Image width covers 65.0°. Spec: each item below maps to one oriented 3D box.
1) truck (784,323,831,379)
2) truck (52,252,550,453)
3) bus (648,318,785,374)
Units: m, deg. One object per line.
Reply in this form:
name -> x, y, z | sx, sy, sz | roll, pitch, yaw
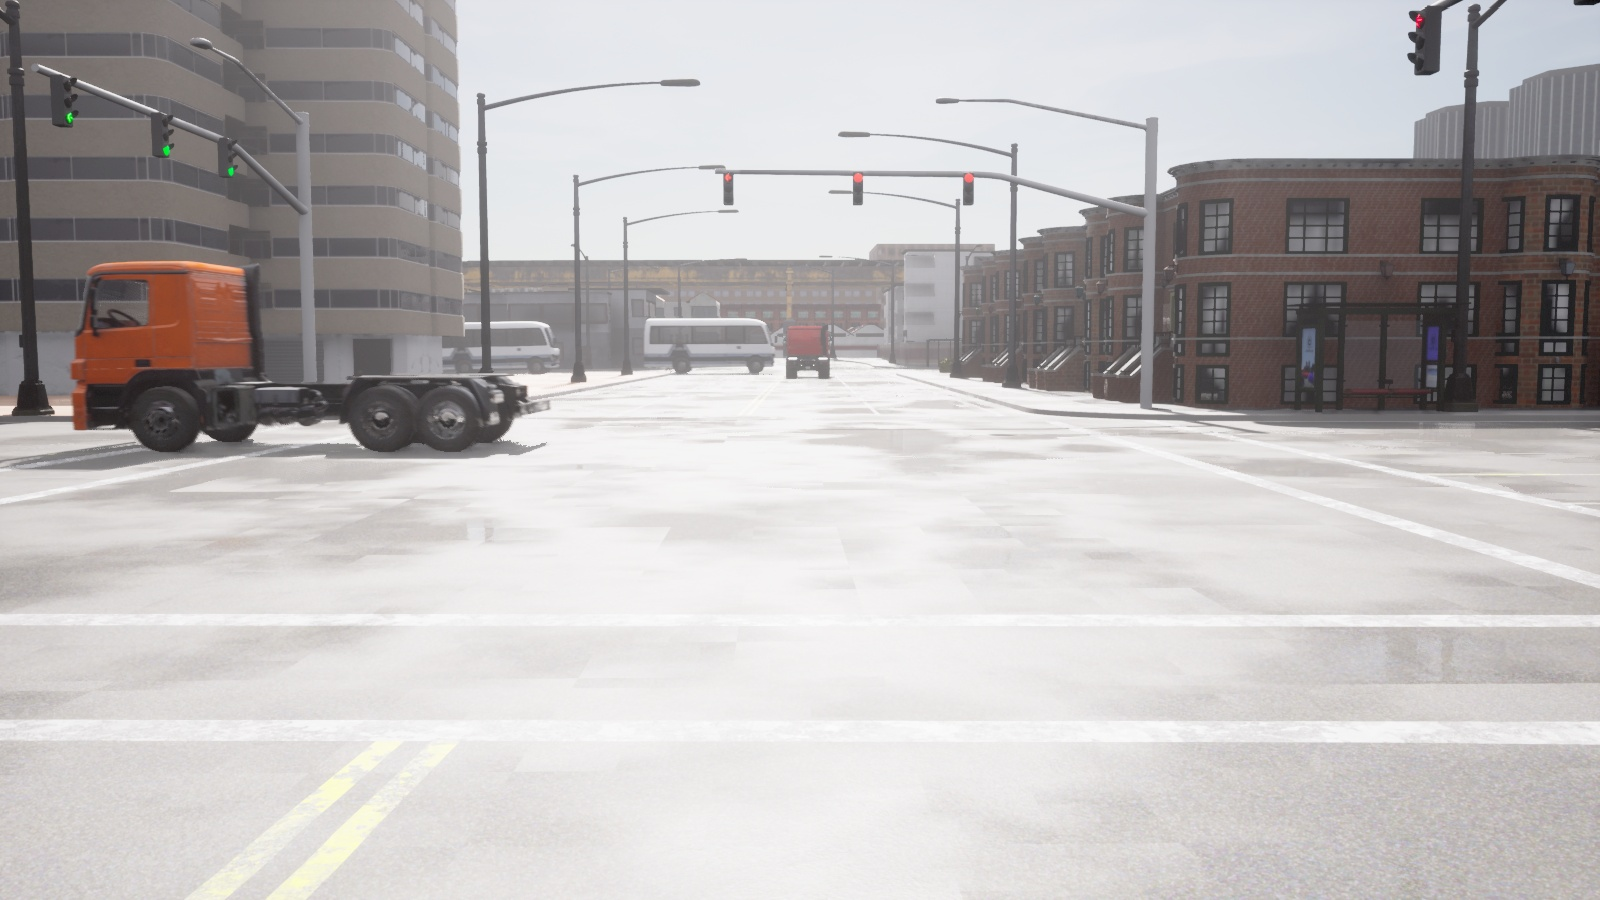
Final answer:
truck -> 0.510, -6.412, 81.220 | 2.891, 3.462, 7.936 | 0, 5, 0
truck -> -8.893, -1.796, 23.160 | 7.936, 3.462, 2.891 | 0, 5, 1
bus -> -6.330, -8.020, 96.880 | 10.273, 4.253, 3.944 | 0, 4, -1
